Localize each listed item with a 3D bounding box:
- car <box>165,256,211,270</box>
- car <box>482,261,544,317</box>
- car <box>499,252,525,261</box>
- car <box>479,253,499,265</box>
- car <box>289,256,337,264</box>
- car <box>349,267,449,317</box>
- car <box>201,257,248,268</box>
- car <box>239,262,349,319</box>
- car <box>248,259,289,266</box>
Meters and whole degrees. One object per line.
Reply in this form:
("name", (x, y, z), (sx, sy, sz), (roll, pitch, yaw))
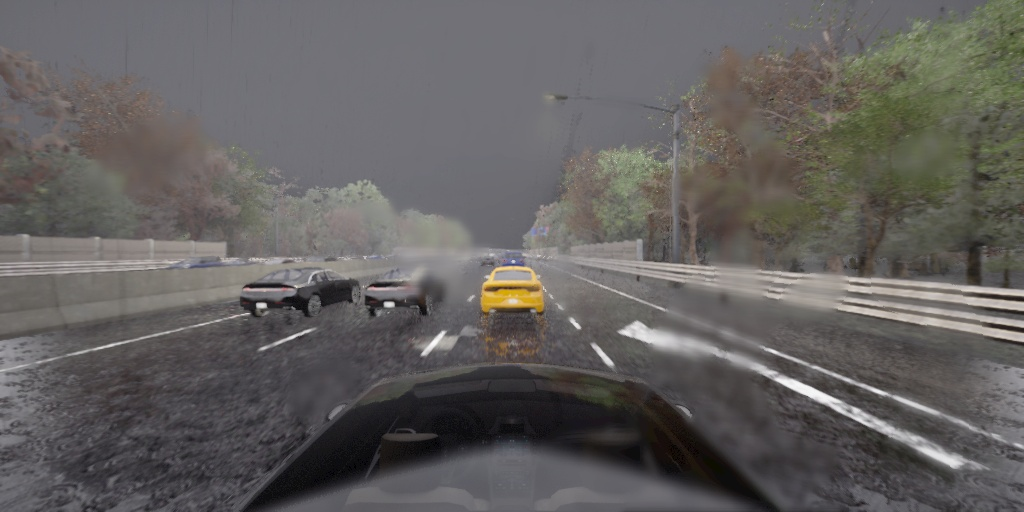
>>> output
("car", (-27.952, 0.837, 31.856), (2.097, 1.767, 4.553), (0, 1, 1))
("car", (0.044, 1.112, 12.687), (1.882, 1.535, 5.008), (0, 1, 0))
("car", (0.136, 0.611, 35.895), (2.150, 2.045, 5.566), (0, 1, 0))
("car", (-3.303, 0.736, 51.694), (1.837, 1.490, 4.892), (0, 1, 0))
("car", (-17.451, 0.811, 32.427), (2.097, 1.767, 4.553), (0, 1, 1))
("car", (-3.459, 1.134, 12.562), (2.128, 1.511, 4.902), (0, 1, 0))
("car", (-24.451, 1.022, 32.281), (2.033, 1.411, 5.357), (0, 1, 1))
("car", (-6.956, 1.142, 12.411), (2.128, 1.511, 4.902), (0, 1, 0))
("car", (-20.950, 0.993, 32.318), (1.812, 1.442, 4.674), (0, 0, 1))
